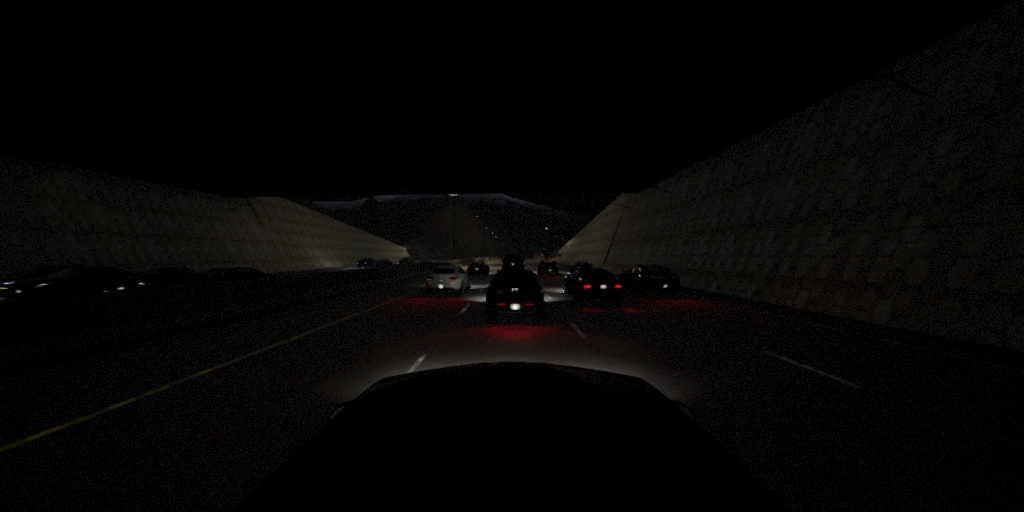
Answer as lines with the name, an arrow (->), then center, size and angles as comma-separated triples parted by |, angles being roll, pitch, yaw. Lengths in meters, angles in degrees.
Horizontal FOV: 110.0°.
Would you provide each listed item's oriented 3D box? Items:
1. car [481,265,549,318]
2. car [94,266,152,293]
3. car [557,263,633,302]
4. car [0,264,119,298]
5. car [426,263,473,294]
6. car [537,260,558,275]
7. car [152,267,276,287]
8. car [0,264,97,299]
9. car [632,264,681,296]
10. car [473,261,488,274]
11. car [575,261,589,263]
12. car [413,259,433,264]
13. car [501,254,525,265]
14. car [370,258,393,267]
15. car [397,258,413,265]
car -> 0.095, 1.219, 12.811 | 1.837, 1.490, 4.892 | 0, 0, 0
car -> -17.602, 1.266, 18.154 | 1.994, 1.385, 4.181 | 0, 0, 0
car -> 3.598, 1.250, 16.625 | 2.033, 1.411, 5.357 | 0, 0, 0
car -> -24.601, 1.206, 19.172 | 1.837, 1.490, 4.892 | 0, 0, 0
car -> -3.407, 1.220, 19.499 | 1.812, 1.442, 4.674 | 0, 0, 0
car -> 3.609, 1.132, 36.259 | 2.128, 1.511, 4.902 | 0, 0, 0
car -> -14.103, 1.250, 17.824 | 2.033, 1.411, 5.357 | 0, 0, 0
car -> -21.102, 1.230, 17.658 | 1.812, 1.442, 4.674 | 0, 0, 0
car -> 7.097, 1.185, 19.013 | 2.128, 1.511, 4.902 | 0, 0, 0
car -> -3.392, 1.205, 36.635 | 1.994, 1.385, 4.181 | 0, 0, 0
car -> 7.108, 1.203, 36.509 | 1.994, 1.385, 4.181 | 0, 0, 0
car -> -14.013, 1.176, 58.147 | 1.895, 1.301, 4.718 | 0, 0, 1
car -> 0.108, 0.864, 35.670 | 2.150, 2.045, 5.566 | 0, 0, 0
car -> -21.001, 1.138, 58.820 | 1.994, 1.385, 4.181 | 0, 0, 1
car -> -17.498, 1.078, 59.297 | 1.837, 1.490, 4.892 | 0, 0, 1
